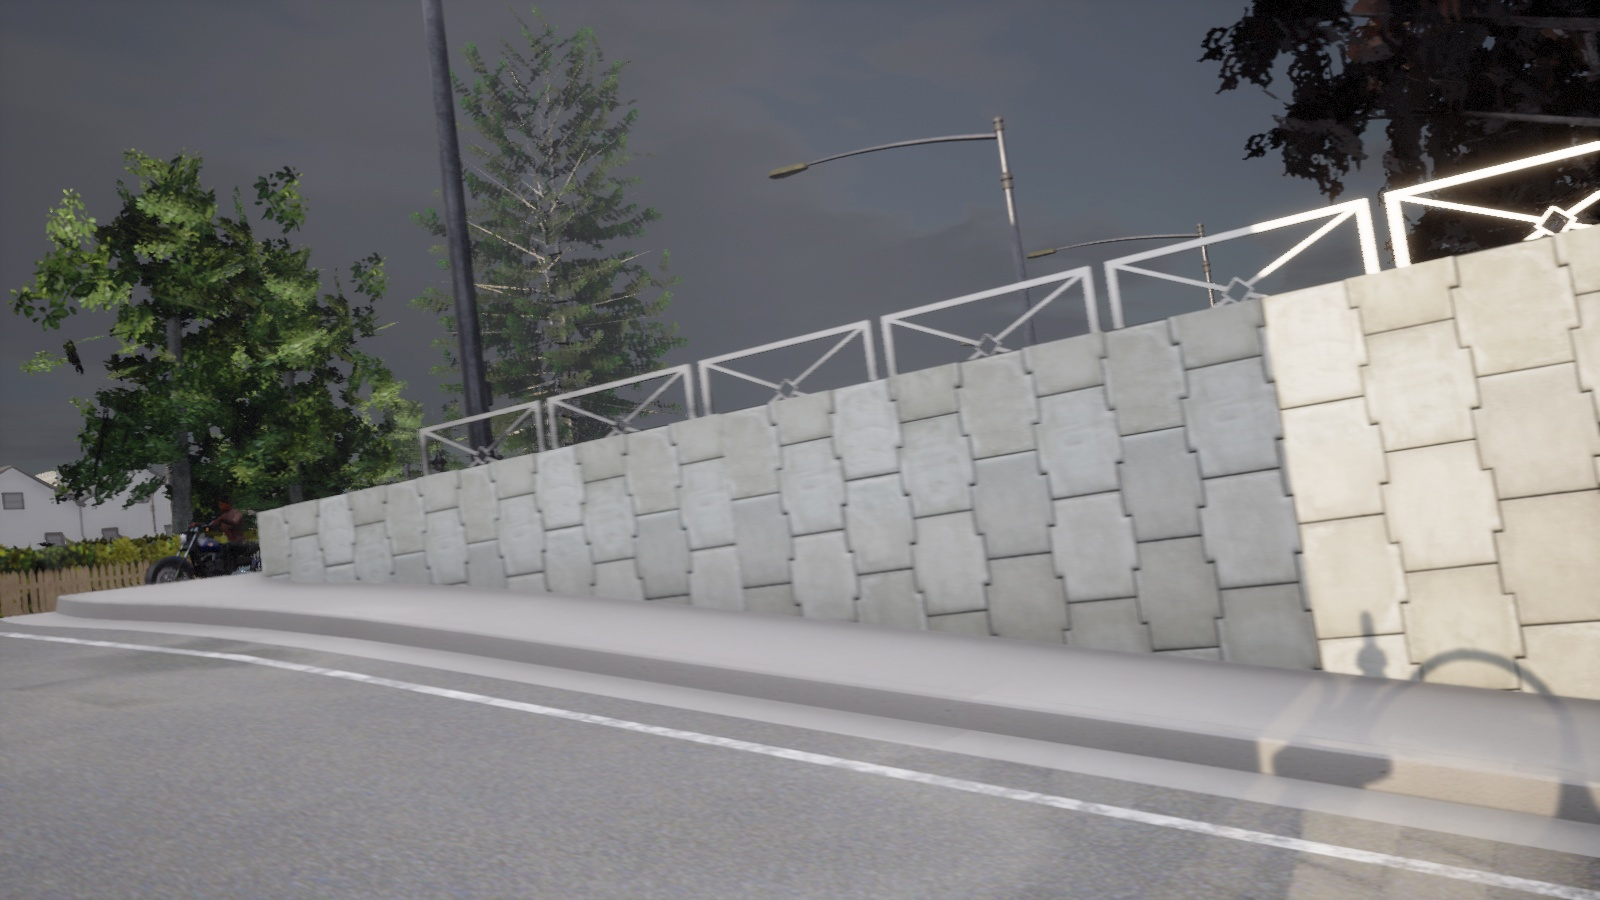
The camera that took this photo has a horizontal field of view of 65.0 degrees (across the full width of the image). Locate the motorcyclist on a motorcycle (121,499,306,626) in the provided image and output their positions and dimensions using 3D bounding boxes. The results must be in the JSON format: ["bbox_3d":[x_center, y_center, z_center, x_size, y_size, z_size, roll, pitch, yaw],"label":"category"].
[{"bbox_3d":[-8.936,1.675,19.245,0.766,1.649,2.350,-11,-5,33],"label":"motorcyclist on a motorcycle"}]
